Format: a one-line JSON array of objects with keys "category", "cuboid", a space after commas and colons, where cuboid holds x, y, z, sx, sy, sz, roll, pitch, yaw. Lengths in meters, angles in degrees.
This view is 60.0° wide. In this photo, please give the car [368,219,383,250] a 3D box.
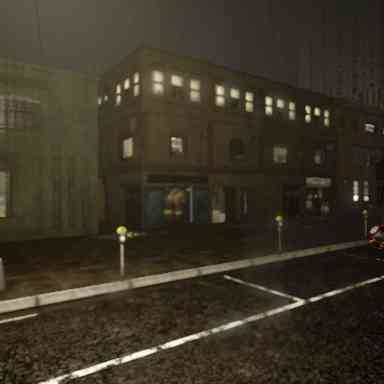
[{"category": "car", "cuboid": [8.460, 1.389, 12.605, 4.097, 1.590, 1.967, 0, 0, -36]}]
